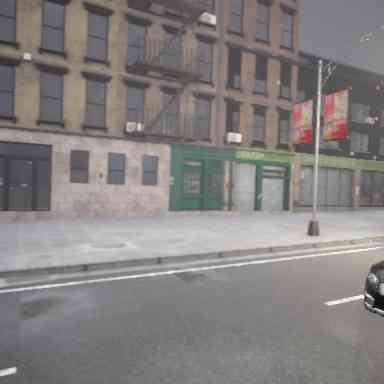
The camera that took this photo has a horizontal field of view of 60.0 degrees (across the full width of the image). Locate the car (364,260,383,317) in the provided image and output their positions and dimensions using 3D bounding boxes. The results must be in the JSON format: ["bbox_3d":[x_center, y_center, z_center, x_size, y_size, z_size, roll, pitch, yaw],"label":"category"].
[{"bbox_3d":[5.206,1.425,5.926,4.902,1.511,2.128,0,2,-27],"label":"car"}]
